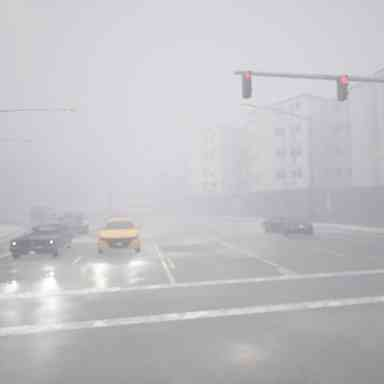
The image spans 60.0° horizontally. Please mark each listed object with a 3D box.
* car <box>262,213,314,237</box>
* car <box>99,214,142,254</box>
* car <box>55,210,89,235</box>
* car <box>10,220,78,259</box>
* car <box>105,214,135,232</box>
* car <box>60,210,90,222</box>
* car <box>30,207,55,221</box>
[{"bbox_3d":[6.259,2.118,22.096,1.994,1.385,4.181,-1,-2,-11],"label":"car"},{"bbox_3d":[-3.617,2.088,16.957,1.882,1.535,5.008,-1,-2,-10],"label":"car"},{"bbox_3d":[-8.993,2.328,25.416,2.097,1.767,4.553,-1,-2,-18],"label":"car"},{"bbox_3d":[-6.935,2.250,15.851,1.895,1.301,4.718,-1,-2,-10],"label":"car"},{"bbox_3d":[-6.348,2.617,28.829,1.895,1.301,4.718,-1,-2,-20],"label":"car"},{"bbox_3d":[-15.515,3.133,44.048,1.882,1.535,5.008,0,-3,-43],"label":"car"},{"bbox_3d":[-18.653,2.890,42.340,2.150,2.045,5.566,0,-2,-45],"label":"car"}]
